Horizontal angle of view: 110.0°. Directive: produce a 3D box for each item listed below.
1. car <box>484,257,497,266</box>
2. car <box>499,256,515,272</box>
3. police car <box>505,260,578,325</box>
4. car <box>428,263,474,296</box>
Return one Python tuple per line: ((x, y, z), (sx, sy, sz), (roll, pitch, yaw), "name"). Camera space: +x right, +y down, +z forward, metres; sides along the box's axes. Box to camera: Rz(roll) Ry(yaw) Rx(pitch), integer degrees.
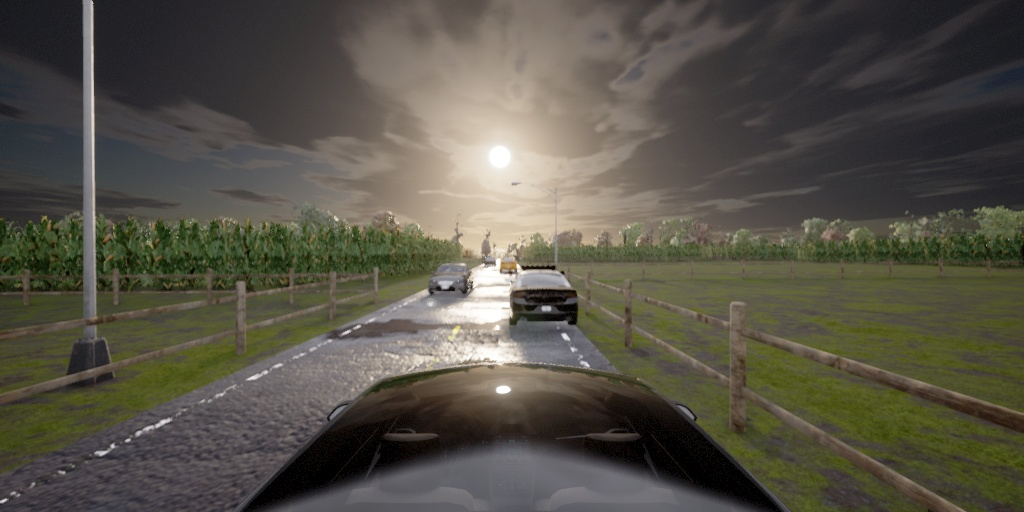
((-3.550, 0.838, 58.949), (1.882, 1.535, 5.008), (0, 0, 0), "car")
((-0.419, 0.973, 40.949), (1.882, 1.535, 5.008), (0, 0, -1), "car")
((0.838, 1.114, 11.653), (1.930, 1.638, 5.238), (0, 0, -1), "police car")
((-3.065, 1.136, 18.750), (2.128, 1.511, 4.902), (0, 0, -1), "car")
